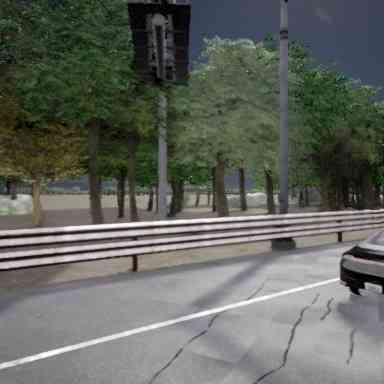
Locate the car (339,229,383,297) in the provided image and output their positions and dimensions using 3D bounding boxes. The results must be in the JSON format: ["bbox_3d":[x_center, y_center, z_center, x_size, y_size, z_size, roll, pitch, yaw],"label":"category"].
[{"bbox_3d":[5.251,1.502,7.314,4.902,1.511,2.128,0,0,-34],"label":"car"}]
